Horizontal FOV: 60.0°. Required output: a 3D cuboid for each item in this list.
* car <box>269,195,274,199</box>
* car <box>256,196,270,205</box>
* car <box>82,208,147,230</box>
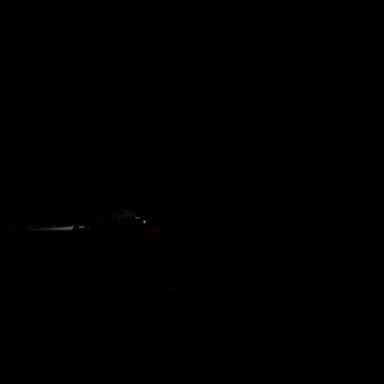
[{"bbox_3d":[22.305,1.491,92.852,1.895,1.301,4.718,-1,3,16],"label":"car"},{"bbox_3d":[15.025,2.063,71.716,1.837,1.490,4.892,-1,0,21],"label":"car"},{"bbox_3d":[-5.572,1.902,23.949,4.674,1.442,1.812,-1,-1,15],"label":"car"}]
